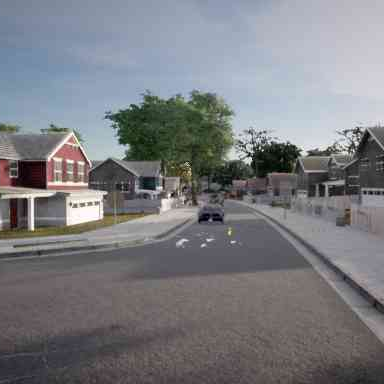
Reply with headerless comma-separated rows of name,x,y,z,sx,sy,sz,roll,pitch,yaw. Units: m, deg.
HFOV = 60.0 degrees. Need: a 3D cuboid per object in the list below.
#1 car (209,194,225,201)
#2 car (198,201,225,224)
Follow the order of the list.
car,3.720,1.293,49.824,2.150,2.045,5.566,0,0,4
car,1.530,1.624,25.038,1.895,1.301,4.718,0,0,7
